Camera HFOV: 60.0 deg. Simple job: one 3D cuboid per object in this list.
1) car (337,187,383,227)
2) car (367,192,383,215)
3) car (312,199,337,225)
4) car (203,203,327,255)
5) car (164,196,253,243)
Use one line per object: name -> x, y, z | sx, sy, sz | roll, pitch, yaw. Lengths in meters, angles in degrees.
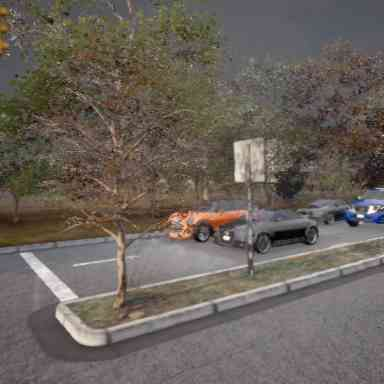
car -> 10.425, 0.761, 17.731 | 5.566, 2.045, 2.150 | -2, 1, -36
car -> 15.389, 0.811, 24.948 | 5.008, 1.535, 1.882 | -2, 1, -35
car -> 8.073, 1.099, 19.723 | 4.181, 1.385, 1.994 | -2, 1, -34
car -> 2.795, 1.316, 12.334 | 4.181, 1.385, 1.994 | -2, 1, -35
car -> 1.018, 1.083, 14.751 | 4.553, 1.767, 2.097 | -2, 1, -35
